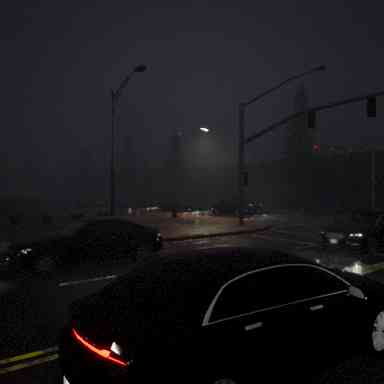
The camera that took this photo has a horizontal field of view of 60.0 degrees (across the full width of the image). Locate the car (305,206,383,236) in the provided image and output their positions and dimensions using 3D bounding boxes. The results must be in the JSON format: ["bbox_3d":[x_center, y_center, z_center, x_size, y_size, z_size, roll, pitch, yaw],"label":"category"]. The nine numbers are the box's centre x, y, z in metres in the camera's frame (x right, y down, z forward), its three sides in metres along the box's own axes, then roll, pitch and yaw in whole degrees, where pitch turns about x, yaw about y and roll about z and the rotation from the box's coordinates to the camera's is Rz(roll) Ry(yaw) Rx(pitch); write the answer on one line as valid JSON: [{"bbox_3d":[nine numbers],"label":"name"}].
[{"bbox_3d":[7.062,1.491,13.339,4.902,1.511,2.128,0,0,-36],"label":"car"}]

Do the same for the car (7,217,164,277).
[{"bbox_3d":[-3.094,1.526,10.368,4.674,1.442,1.812,0,0,-36],"label":"car"}]

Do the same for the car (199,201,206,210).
[{"bbox_3d":[-0.311,1.505,41.936,1.837,1.490,4.892,0,0,-41],"label":"car"}]

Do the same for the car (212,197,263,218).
[{"bbox_3d":[3.840,1.505,30.883,1.837,1.490,4.892,0,0,-36],"label":"car"}]

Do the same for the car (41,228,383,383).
[{"bbox_3d":[0.858,1.505,4.408,4.892,1.490,1.837,0,0,-35],"label":"car"}]

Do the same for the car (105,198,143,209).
[{"bbox_3d":[-9.429,1.526,45.785,4.674,1.442,1.812,0,0,36],"label":"car"}]

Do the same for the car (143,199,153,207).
[{"bbox_3d":[-7.659,1.564,48.762,4.181,1.385,1.994,0,0,35],"label":"car"}]

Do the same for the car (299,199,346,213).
[{"bbox_3d":[13.724,1.477,35.232,1.882,1.535,5.008,-1,0,-36],"label":"car"}]

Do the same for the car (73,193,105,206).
[{"bbox_3d":[-16.664,1.221,54.051,5.566,2.045,2.150,0,0,20],"label":"car"}]

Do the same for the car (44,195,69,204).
[{"bbox_3d":[-26.167,1.352,63.841,4.553,1.767,2.097,0,0,9],"label":"car"}]

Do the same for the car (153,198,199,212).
[{"bbox_3d":[-1.964,1.547,38.708,2.033,1.411,5.357,0,0,-39],"label":"car"}]
